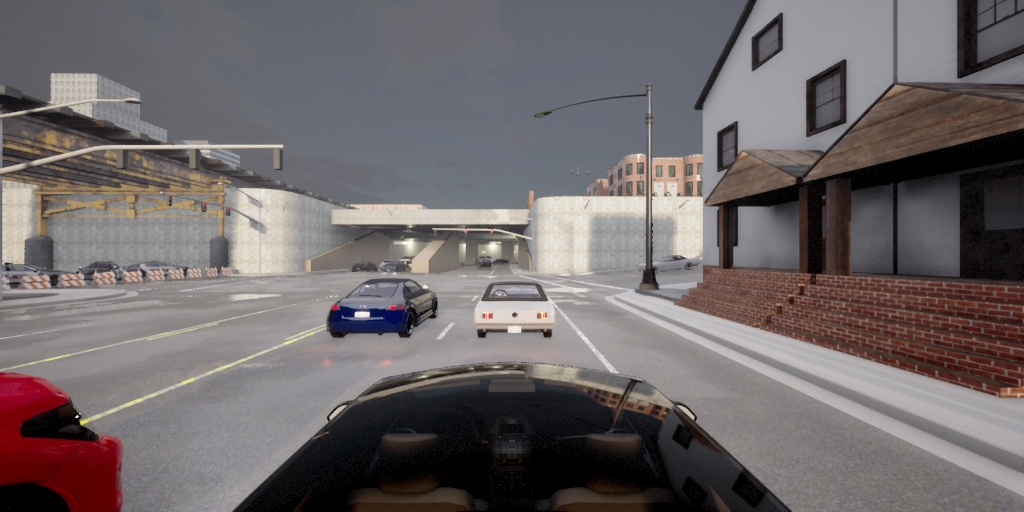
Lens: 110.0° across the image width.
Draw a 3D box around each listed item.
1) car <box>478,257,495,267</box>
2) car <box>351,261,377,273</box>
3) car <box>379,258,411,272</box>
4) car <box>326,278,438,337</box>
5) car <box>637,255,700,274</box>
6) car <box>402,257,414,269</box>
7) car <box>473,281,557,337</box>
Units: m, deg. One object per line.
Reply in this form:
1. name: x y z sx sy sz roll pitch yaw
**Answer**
1. car: -4.626 1.297 64.997 2.033 1.411 5.357 0 0 -2
2. car: -18.282 1.314 44.451 1.994 1.385 4.181 0 0 -2
3. car: -14.806 1.297 45.215 2.033 1.411 5.357 0 0 -2
4. car: -3.429 1.314 10.243 1.994 1.385 4.181 0 0 0
5. car: 13.060 0.665 30.175 4.718 1.301 1.895 -7 0 0
6. car: -15.070 1.242 55.697 2.128 1.511 4.902 0 0 -1
7. car: 0.072 1.351 10.197 1.895 1.301 4.718 0 0 0
